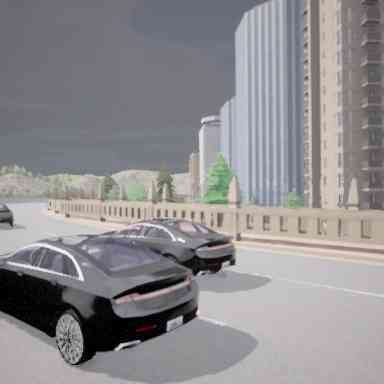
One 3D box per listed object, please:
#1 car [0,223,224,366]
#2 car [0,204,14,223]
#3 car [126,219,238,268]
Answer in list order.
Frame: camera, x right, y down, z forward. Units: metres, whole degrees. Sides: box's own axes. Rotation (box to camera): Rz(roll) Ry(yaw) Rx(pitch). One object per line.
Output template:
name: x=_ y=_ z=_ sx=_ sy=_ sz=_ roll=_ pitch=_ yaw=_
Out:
car: x=-2.113 y=1.509 z=5.883 sx=4.902 sy=1.511 sz=2.128 roll=0 pitch=0 yaw=39
car: x=-13.551 y=1.555 z=22.761 sx=2.128 sy=1.511 sz=4.902 roll=0 pitch=0 yaw=-38
car: x=-1.044 y=1.523 z=9.536 sx=4.902 sy=1.511 sz=2.128 roll=0 pitch=0 yaw=40
